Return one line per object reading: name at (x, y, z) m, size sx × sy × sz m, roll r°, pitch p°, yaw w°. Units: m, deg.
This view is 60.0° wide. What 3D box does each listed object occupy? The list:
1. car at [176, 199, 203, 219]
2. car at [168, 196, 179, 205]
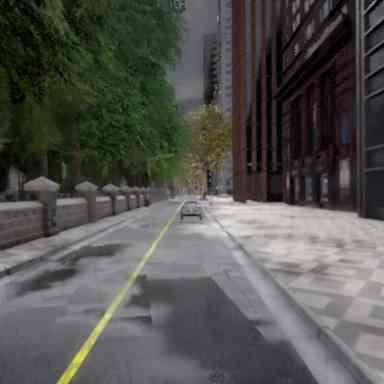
car at (-0.061, 1.542, 28.802) m, size 2.033 × 1.411 × 5.357 m, roll 0°, pitch 0°, yaw 0°
car at (-3.345, 1.547, 61.792) m, size 1.812 × 1.442 × 4.674 m, roll 0°, pitch 0°, yaw 0°
